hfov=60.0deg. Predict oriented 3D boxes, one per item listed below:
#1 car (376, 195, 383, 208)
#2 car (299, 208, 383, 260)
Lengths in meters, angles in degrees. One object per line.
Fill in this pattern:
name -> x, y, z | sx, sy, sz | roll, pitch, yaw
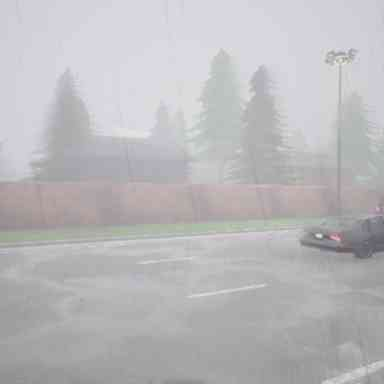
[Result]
car -> 13.254, 1.181, 19.627 | 5.566, 2.045, 2.150 | 1, 0, -27
car -> 6.419, 1.507, 12.151 | 5.357, 1.411, 2.033 | 0, 0, -27
